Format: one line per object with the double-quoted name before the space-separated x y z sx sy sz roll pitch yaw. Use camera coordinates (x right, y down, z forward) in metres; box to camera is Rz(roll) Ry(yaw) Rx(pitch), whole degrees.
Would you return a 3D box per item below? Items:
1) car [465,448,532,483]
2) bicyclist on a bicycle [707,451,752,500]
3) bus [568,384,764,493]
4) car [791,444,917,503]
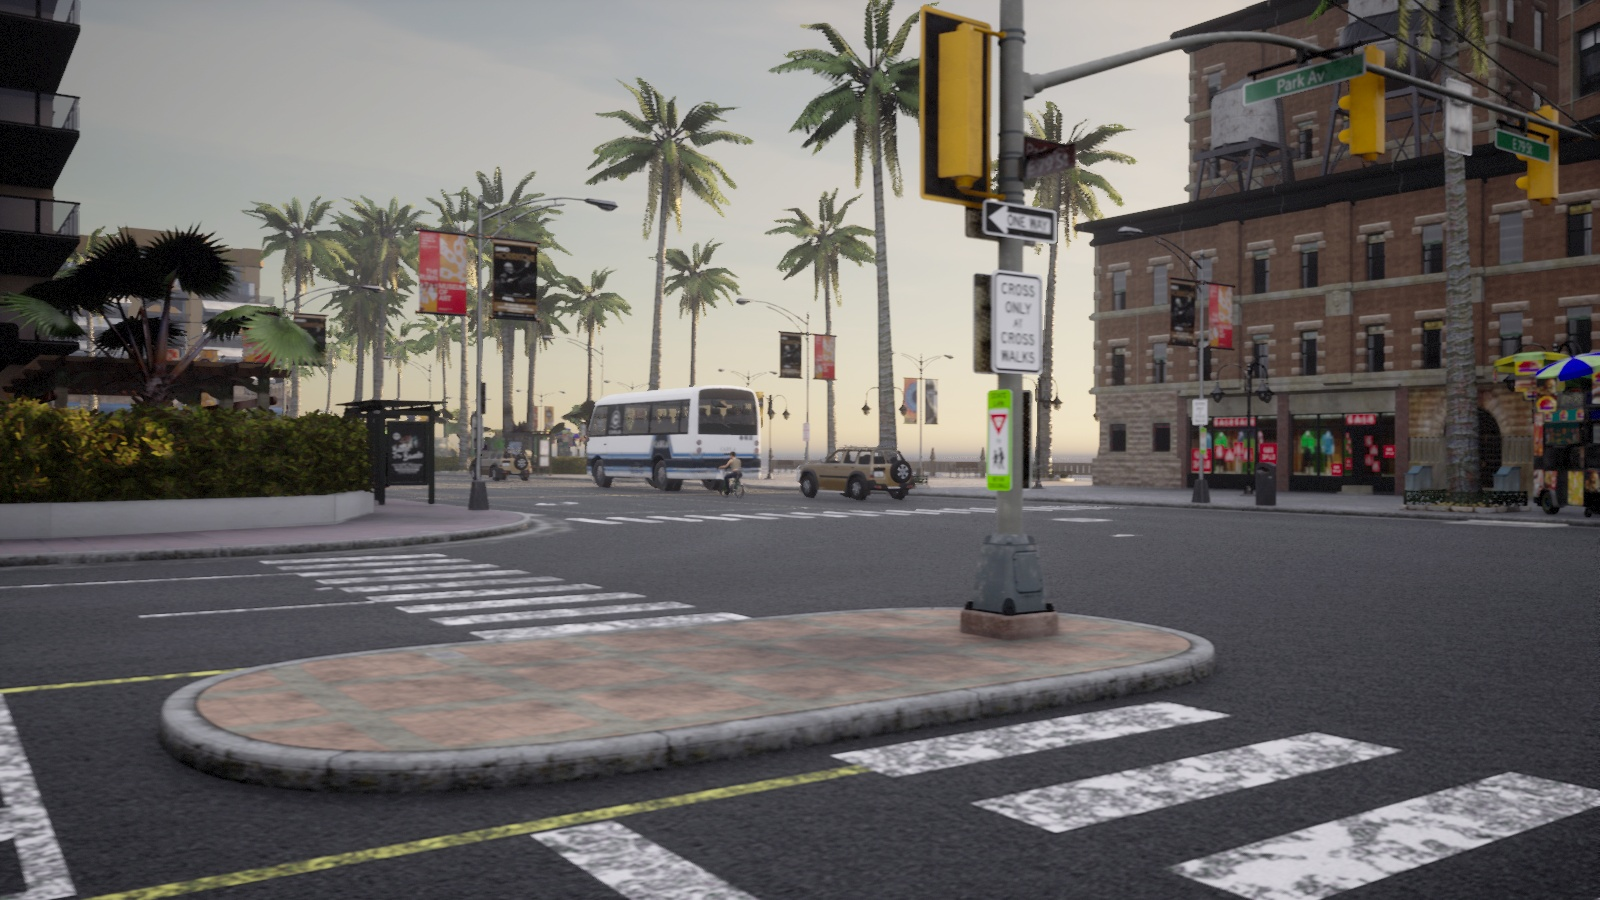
"car" -16.670 0.843 69.377 1.932 1.855 4.605 0 0 -37
"bicyclist on a bicycle" -2.390 0.859 42.700 0.866 1.612 1.509 0 0 -34
"bus" -6.010 -0.408 54.184 3.944 4.253 10.273 0 0 -35
"car" 1.771 0.745 42.829 1.932 1.855 4.605 0 0 -34
